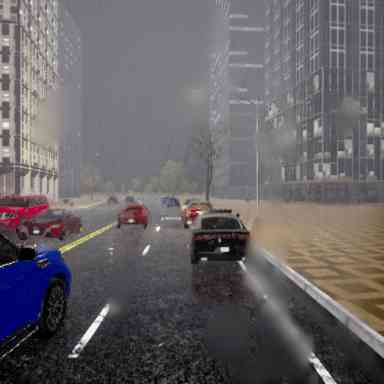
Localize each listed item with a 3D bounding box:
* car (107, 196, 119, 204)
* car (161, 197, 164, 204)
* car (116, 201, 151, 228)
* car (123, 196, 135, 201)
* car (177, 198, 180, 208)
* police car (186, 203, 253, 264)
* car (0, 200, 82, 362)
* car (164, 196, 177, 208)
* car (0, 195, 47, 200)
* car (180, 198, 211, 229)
[{"bbox_3d":[-14.770,1.515,62.216,1.837,1.490,4.892,0,0,-9],"label":"car"},{"bbox_3d":[-4.623,1.533,61.558,1.812,1.442,4.674,0,0,-9],"label":"car"},{"bbox_3d":[-3.712,1.522,21.821,1.812,1.442,4.674,0,0,-3],"label":"car"},{"bbox_3d":[-10.756,1.510,57.388,1.837,1.490,4.892,0,0,-8],"label":"car"},{"bbox_3d":[0.101,1.347,28.079,2.097,1.767,4.553,0,0,-4],"label":"car"},{"bbox_3d":[0.862,1.423,11.983,1.930,1.638,5.238,0,0,-1],"label":"police car"},{"bbox_3d":[-3.174,1.220,3.423,2.150,2.045,5.566,0,0,0],"label":"car"},{"bbox_3d":[-2.725,1.526,48.066,1.812,1.442,4.674,0,0,-7],"label":"car"},{"bbox_3d":[-10.293,1.219,19.838,2.150,2.045,5.566,0,0,-3],"label":"car"},{"bbox_3d":[0.469,1.347,21.995,2.097,1.767,4.553,0,0,-3],"label":"car"}]
